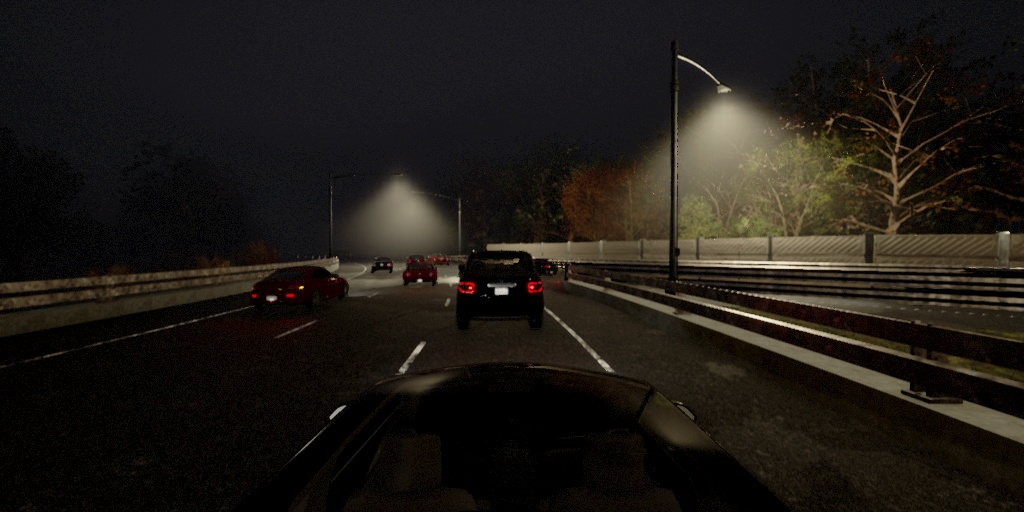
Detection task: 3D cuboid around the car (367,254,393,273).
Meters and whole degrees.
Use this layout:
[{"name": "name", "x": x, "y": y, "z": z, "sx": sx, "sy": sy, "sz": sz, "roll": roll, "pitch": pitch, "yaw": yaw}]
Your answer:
[{"name": "car", "x": -12.399, "y": 0.824, "z": 34.332, "sx": 2.033, "sy": 1.411, "sz": 5.357, "roll": 0, "pitch": 1, "yaw": -18}]

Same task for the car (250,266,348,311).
[{"name": "car", "x": -7.712, "y": 1.105, "z": 13.396, "sx": 1.812, "sy": 1.442, "sz": 4.674, "roll": 0, "pitch": 1, "yaw": -6}]

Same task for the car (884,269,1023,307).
[{"name": "car", "x": 16.338, "y": 1.175, "z": 12.542, "sx": 4.674, "sy": 1.442, "sz": 1.812, "roll": -1, "pitch": 0, "yaw": 42}]

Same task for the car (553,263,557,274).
[{"name": "car", "x": 1.451, "y": 0.918, "z": 28.515, "sx": 1.837, "sy": 1.490, "sz": 4.892, "roll": -1, "pitch": 1, "yaw": -37}]

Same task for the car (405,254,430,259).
[{"name": "car", "x": -10.646, "y": 0.553, "z": 39.615, "sx": 2.097, "sy": 1.767, "sz": 4.553, "roll": 0, "pitch": 1, "yaw": -20}]

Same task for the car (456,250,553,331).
[{"name": "car", "x": -0.424, "y": 0.843, "z": 10.705, "sx": 2.150, "sy": 2.045, "sz": 5.566, "roll": 0, "pitch": 1, "yaw": -4}]

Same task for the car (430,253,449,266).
[{"name": "car", "x": -9.909, "y": 0.439, "z": 47.358, "sx": 2.097, "sy": 1.767, "sz": 4.553, "roll": 0, "pitch": 1, "yaw": -26}]

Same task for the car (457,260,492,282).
[{"name": "car", "x": -2.758, "y": 1.006, "z": 25.463, "sx": 1.895, "sy": 1.301, "sz": 4.718, "roll": 0, "pitch": 1, "yaw": -13}]

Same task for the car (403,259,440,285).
[{"name": "car", "x": -5.659, "y": 1.051, "z": 22.429, "sx": 1.895, "sy": 1.301, "sz": 4.718, "roll": 0, "pitch": 1, "yaw": -11}]
